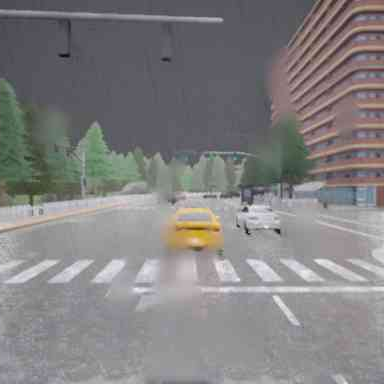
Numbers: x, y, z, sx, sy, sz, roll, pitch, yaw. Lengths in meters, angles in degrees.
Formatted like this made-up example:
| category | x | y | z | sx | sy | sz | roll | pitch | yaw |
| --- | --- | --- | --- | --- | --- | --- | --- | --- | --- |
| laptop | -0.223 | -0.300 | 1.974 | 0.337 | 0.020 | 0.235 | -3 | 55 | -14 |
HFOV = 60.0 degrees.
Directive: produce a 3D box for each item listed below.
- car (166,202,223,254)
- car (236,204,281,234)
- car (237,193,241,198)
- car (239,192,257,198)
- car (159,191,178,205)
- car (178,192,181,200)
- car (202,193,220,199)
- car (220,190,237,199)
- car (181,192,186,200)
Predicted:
| category | x | y | z | sx | sy | sz | roll | pitch | yaw |
| --- | --- | --- | --- | --- | --- | --- | --- | --- | --- |
| car | 0.084 | 1.372 | 12.951 | 1.882 | 1.535 | 5.008 | 0 | 0 | 0 |
| car | 3.576 | 1.409 | 18.316 | 1.812 | 1.442 | 4.674 | 0 | 1 | 0 |
| car | 10.103 | 0.500 | 86.544 | 2.150 | 2.045 | 5.566 | 0 | 1 | 44 |
| car | 14.474 | 0.805 | 86.017 | 4.902 | 1.511 | 2.128 | 0 | 1 | -43 |
| car | -3.620 | 0.804 | 49.415 | 2.150 | 2.045 | 5.566 | 0 | 0 | 0 |
| car | -3.542 | 0.854 | 59.056 | 2.097 | 1.767 | 4.553 | 0 | 0 | 0 |
| car | 4.226 | 0.940 | 78.079 | 1.895 | 1.301 | 4.718 | 0 | 1 | 30 |
| car | 8.059 | 0.847 | 77.843 | 1.837 | 1.490 | 4.892 | 0 | 1 | 30 |
| car | -2.666 | 0.773 | 69.003 | 2.097 | 1.767 | 4.553 | 0 | 0 | 12 |
